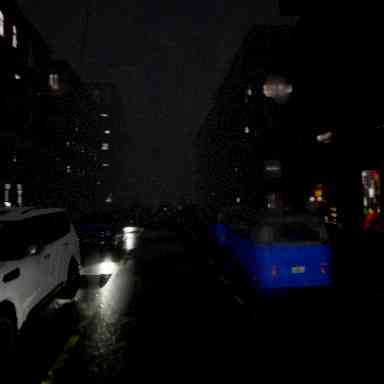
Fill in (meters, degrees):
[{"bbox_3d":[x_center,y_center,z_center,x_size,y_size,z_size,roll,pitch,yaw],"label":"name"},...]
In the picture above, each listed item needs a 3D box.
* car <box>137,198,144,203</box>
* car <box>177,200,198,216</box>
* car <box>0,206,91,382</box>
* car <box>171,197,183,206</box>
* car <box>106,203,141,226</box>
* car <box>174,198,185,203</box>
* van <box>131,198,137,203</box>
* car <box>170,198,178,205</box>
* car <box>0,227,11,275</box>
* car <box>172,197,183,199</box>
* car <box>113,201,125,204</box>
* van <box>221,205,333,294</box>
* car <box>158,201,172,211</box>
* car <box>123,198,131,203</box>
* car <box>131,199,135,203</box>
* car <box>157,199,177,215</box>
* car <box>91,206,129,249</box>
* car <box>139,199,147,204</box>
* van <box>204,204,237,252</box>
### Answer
[{"bbox_3d":[-11.086,1.988,63.822,2.192,1.841,5.009,-2,0,-5],"label":"car"},{"bbox_3d":[-0.352,1.881,36.599,1.802,1.307,4.206,-2,0,-5],"label":"car"},{"bbox_3d":[-3.518,1.319,5.712,2.150,2.045,5.566,-1,0,-5],"label":"car"},{"bbox_3d":[-3.223,1.926,70.090,2.192,1.841,5.009,-2,0,-5],"label":"car"},{"bbox_3d":[-5.202,1.846,25.727,1.994,1.385,4.181,-1,0,-4],"label":"car"},{"bbox_3d":[-1.322,1.930,47.932,1.752,1.417,4.829,-2,0,-5],"label":"car"},{"bbox_3d":[-10.108,1.910,52.661,1.690,1.788,3.998,-2,0,-5],"label":"van"},{"bbox_3d":[-4.485,2.175,81.045,1.801,1.575,5.366,-1,0,-5],"label":"car"},{"bbox_3d":[-6.284,1.737,8.007,1.802,1.307,4.206,-2,0,-5],"label":"car"},{"bbox_3d":[-2.268,1.822,58.927,2.192,1.841,5.009,-2,0,-5],"label":"car"},{"bbox_3d":[-8.670,1.995,35.916,1.802,1.307,4.206,-2,0,-5],"label":"car"},{"bbox_3d":[2.028,1.383,8.692,1.690,1.788,3.998,-2,0,-5],"label":"van"},{"bbox_3d":[-4.094,2.062,50.068,1.895,1.301,4.718,-1,0,-5],"label":"car"},{"bbox_3d":[-9.151,1.905,41.498,1.967,1.590,4.097,-2,0,-5],"label":"car"},{"bbox_3d":[-9.625,2.067,47.078,2.008,1.369,4.403,-2,0,-5],"label":"car"},{"bbox_3d":[-3.218,1.931,39.881,1.994,1.385,4.181,-1,0,-5],"label":"car"},{"bbox_3d":[-4.367,1.667,15.693,1.882,1.535,5.008,-1,0,-5],"label":"car"},{"bbox_3d":[-13.475,2.516,91.727,1.802,1.307,4.206,-2,0,-5],"label":"car"},{"bbox_3d":[1.551,1.434,14.274,1.690,1.788,3.998,-2,0,-5],"label":"van"}]
